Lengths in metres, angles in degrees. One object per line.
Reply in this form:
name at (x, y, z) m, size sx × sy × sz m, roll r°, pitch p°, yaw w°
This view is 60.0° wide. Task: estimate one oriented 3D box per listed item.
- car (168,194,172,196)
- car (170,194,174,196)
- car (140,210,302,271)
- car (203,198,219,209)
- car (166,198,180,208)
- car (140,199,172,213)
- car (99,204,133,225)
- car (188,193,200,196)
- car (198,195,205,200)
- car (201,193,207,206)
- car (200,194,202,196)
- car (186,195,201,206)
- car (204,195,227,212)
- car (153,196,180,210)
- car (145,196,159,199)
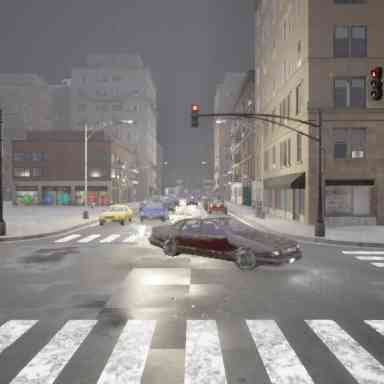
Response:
car at (-5.390, 1.586, 63.724) m, size 1.802 × 1.307 × 4.206 m, roll 0°, pitch 0°, yaw 0°
car at (-5.390, 1.530, 69.216) m, size 1.752 × 1.417 × 4.829 m, roll 0°, pitch 0°, yaw 0°
car at (0.834, 1.554, 11.228) m, size 5.357 × 1.411 × 2.033 m, roll 0°, pitch 0°, yaw 41°
car at (2.636, 1.568, 46.738) m, size 1.947 × 1.339 × 4.313 m, roll 0°, pitch 0°, yaw 0°
car at (-2.805, 1.604, 49.830) m, size 1.895 × 1.301 × 4.718 m, roll 0°, pitch 0°, yaw 1°
car at (-2.848, 1.526, 25.720) m, size 1.812 × 1.442 × 4.674 m, roll 0°, pitch 0°, yaw 0°
car at (-5.388, 1.526, 23.920) m, size 1.752 × 1.417 × 4.829 m, roll 0°, pitch 0°, yaw 0°
car at (-0.003, 1.226, 64.208) m, size 2.150 × 2.045 × 5.566 m, roll 0°, pitch 0°, yaw 0°
car at (2.634, 1.575, 92.033) m, size 1.947 × 1.339 × 4.313 m, roll 0°, pitch 0°, yaw 0°
car at (2.636, 1.317, 41.076) m, size 2.192 × 1.841 × 5.009 m, roll 0°, pitch 0°, yaw 0°
car at (2.635, 1.556, 69.386) m, size 2.008 × 1.369 × 4.403 m, roll 0°, pitch 0°, yaw 0°
car at (-0.002, 1.604, 53.906) m, size 1.895 × 1.301 × 4.718 m, roll 0°, pitch 0°, yaw 0°
car at (2.636, 1.442, 35.414) m, size 1.967 × 1.590 × 4.097 m, roll 0°, pitch 0°, yaw 0°
car at (-2.823, 1.548, 37.810) m, size 2.033 × 1.411 × 5.357 m, roll 0°, pitch 0°, yaw 0°
car at (-5.389, 1.553, 41.076) m, size 2.008 × 1.369 × 4.403 m, roll 0°, pitch 0°, yaw 0°
